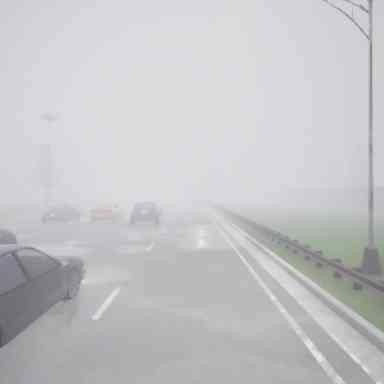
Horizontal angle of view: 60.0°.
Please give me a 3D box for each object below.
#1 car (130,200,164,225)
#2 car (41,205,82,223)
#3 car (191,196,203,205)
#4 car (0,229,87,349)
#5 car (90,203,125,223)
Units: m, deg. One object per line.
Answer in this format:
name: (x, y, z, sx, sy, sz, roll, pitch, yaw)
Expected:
car: (-3.390, 1.496, 25.664, 2.097, 1.767, 4.553, 0, 0, 0)
car: (-10.390, 1.715, 26.771, 1.994, 1.385, 4.181, 0, 0, 0)
car: (1.251, 1.863, 69.047, 1.882, 1.535, 5.008, 0, 0, 0)
car: (-3.397, 1.579, 5.401, 2.033, 1.411, 5.357, 0, 0, 0)
car: (-6.889, 1.632, 27.504, 1.882, 1.535, 5.008, 0, 0, 0)
